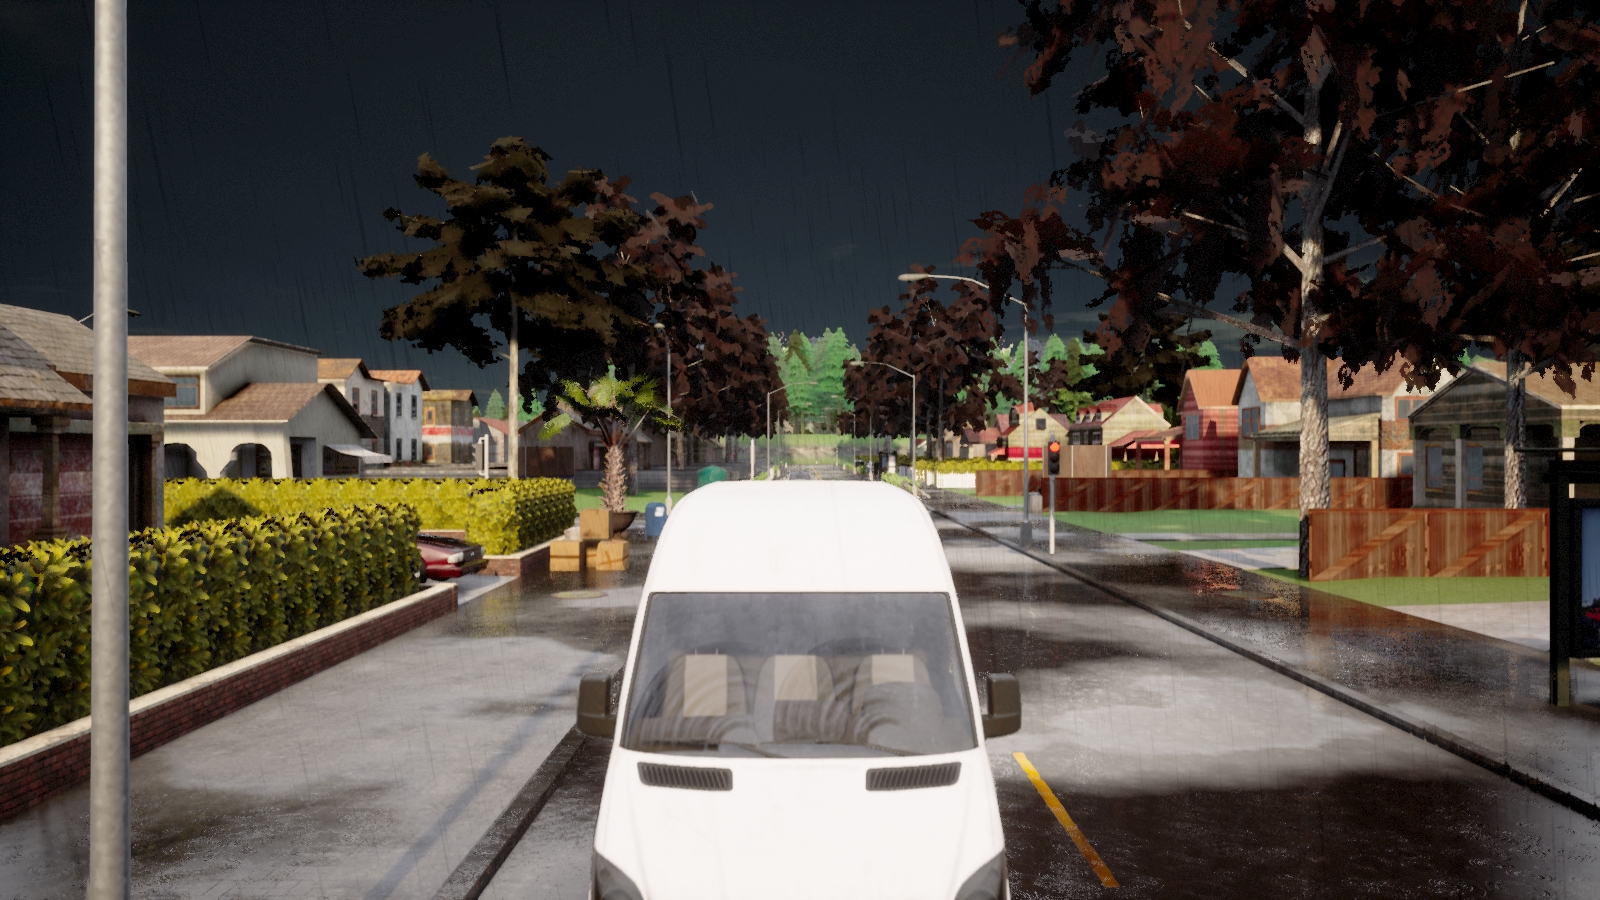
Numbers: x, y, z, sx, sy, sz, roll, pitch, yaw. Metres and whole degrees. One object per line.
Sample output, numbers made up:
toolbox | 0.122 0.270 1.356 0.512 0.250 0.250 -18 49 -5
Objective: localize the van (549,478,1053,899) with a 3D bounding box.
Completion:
van | 0.002 1.538 7.467 1.988 2.561 5.915 0 0 0

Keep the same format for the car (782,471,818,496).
car | -0.006 2.089 72.250 2.231 1.480 4.892 0 0 0
